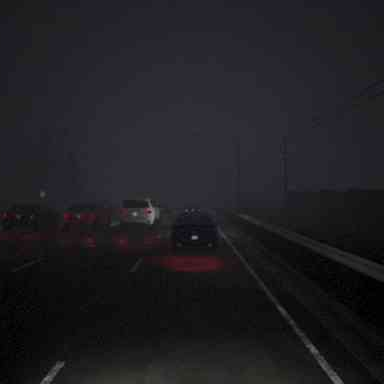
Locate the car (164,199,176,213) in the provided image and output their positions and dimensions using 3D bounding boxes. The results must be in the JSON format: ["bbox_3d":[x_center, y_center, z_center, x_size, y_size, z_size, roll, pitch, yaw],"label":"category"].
[{"bbox_3d":[-3.404,1.884,40.043,1.994,1.385,4.181,0,0,0],"label":"car"}]

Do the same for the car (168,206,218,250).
[{"bbox_3d":[0.098,1.599,15.067,1.882,1.535,5.008,0,0,0],"label":"car"}]

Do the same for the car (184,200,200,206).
[{"bbox_3d":[0.096,1.817,33.723,2.033,1.411,5.357,0,0,0],"label":"car"}]

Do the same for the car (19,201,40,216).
[{"bbox_3d":[-18.789,1.798,38.396,2.128,1.511,4.902,0,-1,-27],"label":"car"}]

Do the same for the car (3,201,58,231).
[{"bbox_3d":[-10.403,1.529,22.073,2.097,1.767,4.553,0,0,0],"label":"car"}]

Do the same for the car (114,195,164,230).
[{"bbox_3d":[-3.402,1.402,22.516,2.150,2.045,5.566,0,0,0],"label":"car"}]

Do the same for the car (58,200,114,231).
[{"bbox_3d":[-6.903,1.531,22.362,2.097,1.767,4.553,0,0,0],"label":"car"}]

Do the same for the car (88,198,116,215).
[{"bbox_3d":[-10.405,1.662,38.891,2.097,1.767,4.553,0,0,0],"label":"car"}]

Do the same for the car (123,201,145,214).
[{"bbox_3d":[-6.919,1.847,40.205,1.812,1.442,4.674,0,0,0],"label":"car"}]
